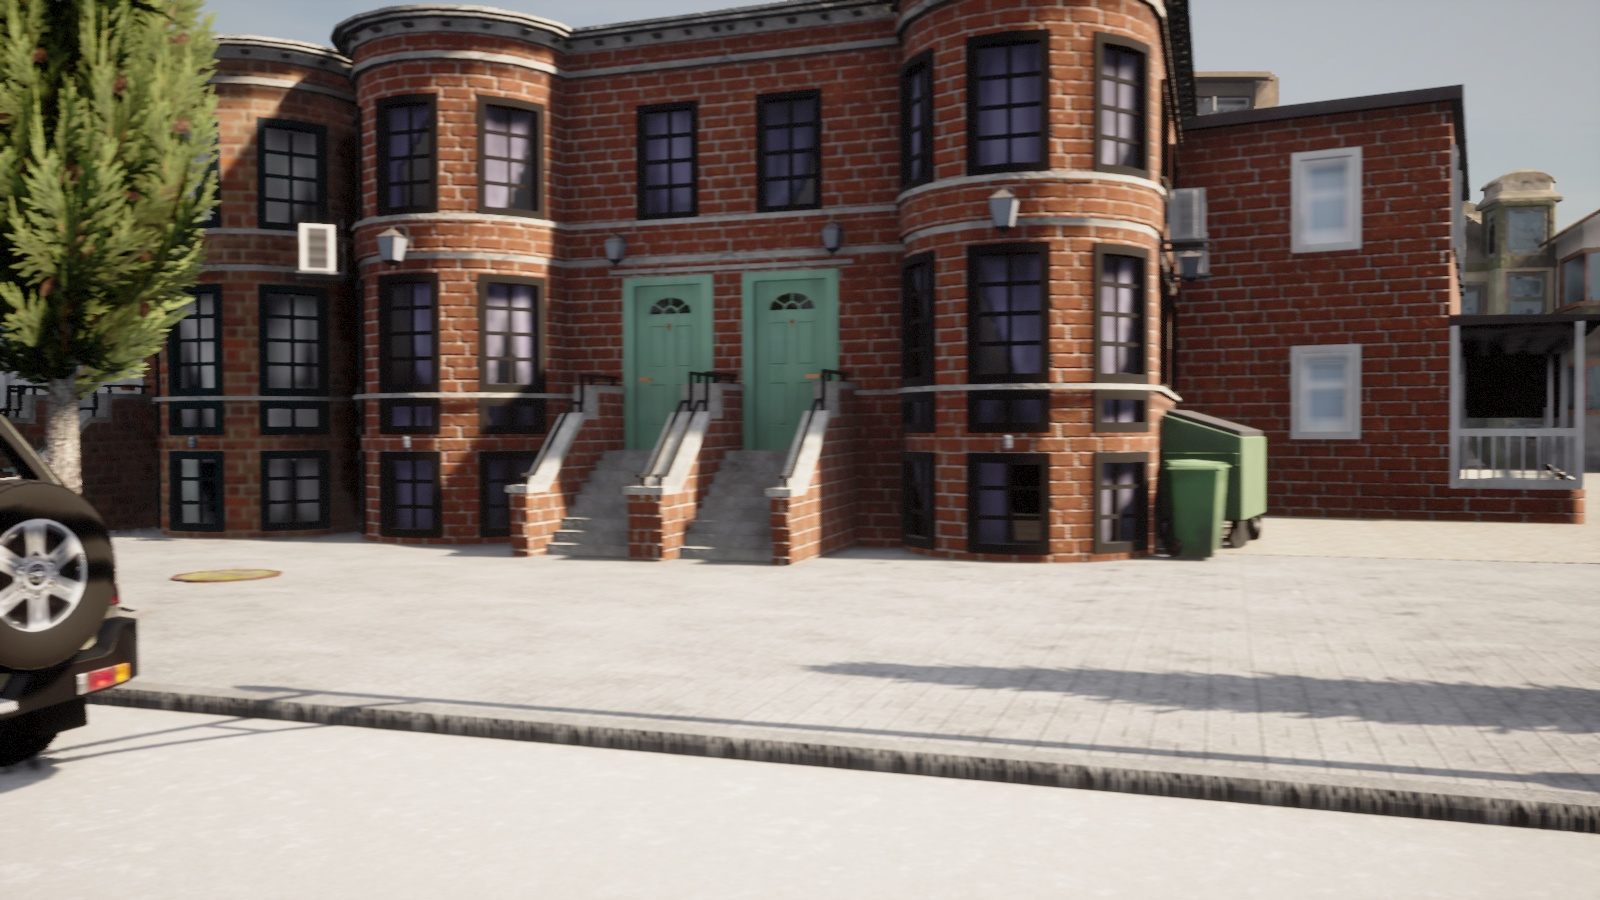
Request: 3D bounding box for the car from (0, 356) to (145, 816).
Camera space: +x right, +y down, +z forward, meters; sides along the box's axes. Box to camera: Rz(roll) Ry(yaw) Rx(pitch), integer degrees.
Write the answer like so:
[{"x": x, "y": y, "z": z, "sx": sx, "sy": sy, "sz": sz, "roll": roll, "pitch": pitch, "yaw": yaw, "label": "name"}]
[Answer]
[{"x": -5.488, "y": 0.533, "z": 5.563, "sx": 4.605, "sy": 1.855, "sz": 1.932, "roll": 1, "pitch": 1, "yaw": 19, "label": "car"}]
